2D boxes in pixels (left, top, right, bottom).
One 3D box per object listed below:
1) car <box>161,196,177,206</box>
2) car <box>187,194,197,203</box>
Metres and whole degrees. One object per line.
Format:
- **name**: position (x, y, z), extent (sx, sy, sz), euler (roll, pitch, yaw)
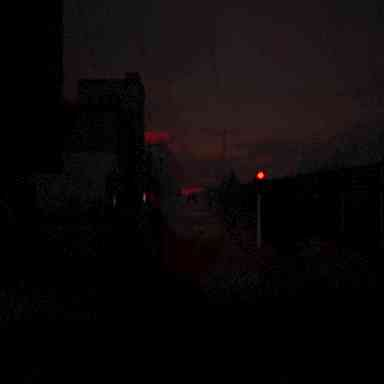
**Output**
- **car**: position (-4.051, 1.632, 57.002), extent (1.812, 1.442, 4.674), euler (0, 0, 0)
- **car**: position (-0.007, 1.356, 74.312), extent (2.150, 2.045, 5.566), euler (0, 0, 0)
